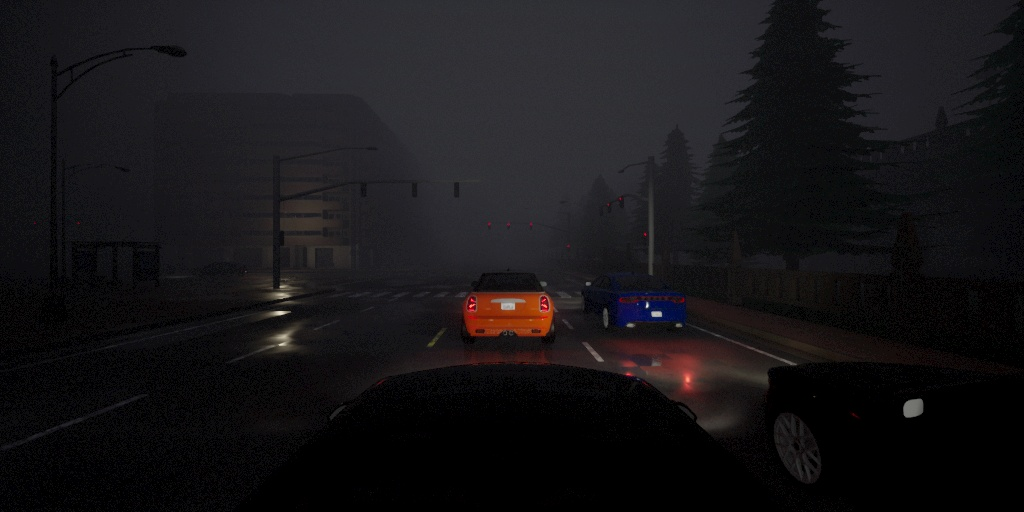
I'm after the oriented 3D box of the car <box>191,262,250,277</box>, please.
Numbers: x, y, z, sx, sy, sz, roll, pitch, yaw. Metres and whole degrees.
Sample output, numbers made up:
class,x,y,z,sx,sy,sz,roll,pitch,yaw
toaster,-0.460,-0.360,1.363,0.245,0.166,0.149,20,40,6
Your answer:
class,x,y,z,sx,sy,sz,roll,pitch,yaw
car,-28.922,1.308,35.633,4.892,1.490,1.837,0,0,-1

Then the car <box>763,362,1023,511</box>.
class,x,y,z,sx,sy,sz,roll,pitch,yaw
car,3.288,1.228,1.443,1.882,1.535,5.008,0,0,3

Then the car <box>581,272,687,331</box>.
class,x,y,z,sx,sy,sz,roll,pitch,yaw
car,3.419,1.227,10.969,1.882,1.535,5.008,0,0,0

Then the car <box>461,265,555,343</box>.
class,x,y,z,sx,sy,sz,roll,pitch,yaw
car,-0.081,1.102,9.825,2.097,1.767,4.553,0,0,0
